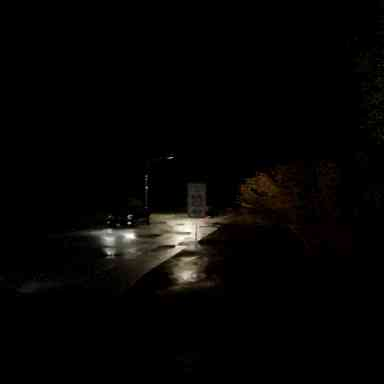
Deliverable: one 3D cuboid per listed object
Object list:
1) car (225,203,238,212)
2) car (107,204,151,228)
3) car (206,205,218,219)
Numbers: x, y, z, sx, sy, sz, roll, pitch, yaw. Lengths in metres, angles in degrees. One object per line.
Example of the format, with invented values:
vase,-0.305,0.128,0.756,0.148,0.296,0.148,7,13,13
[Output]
car,7.155,2.721,59.798,1.837,1.490,4.892,0,-3,15
car,-4.865,1.851,26.323,2.097,1.767,4.553,0,-1,13
car,1.874,2.294,39.024,1.837,1.490,4.892,0,-2,14
